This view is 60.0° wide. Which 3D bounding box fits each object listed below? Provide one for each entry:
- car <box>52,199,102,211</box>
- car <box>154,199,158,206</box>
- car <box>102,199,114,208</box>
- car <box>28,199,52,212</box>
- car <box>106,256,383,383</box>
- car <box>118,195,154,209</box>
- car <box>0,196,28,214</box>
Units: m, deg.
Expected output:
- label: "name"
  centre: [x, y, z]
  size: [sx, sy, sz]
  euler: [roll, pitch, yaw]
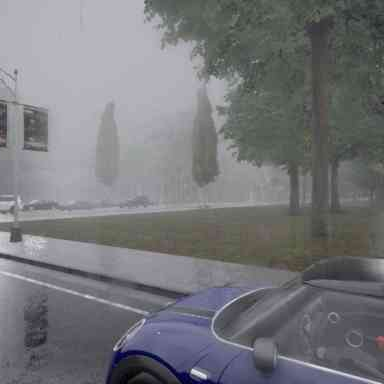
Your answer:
- label: "car"
  centre: [-15.121, 1.778, 44.079]
  size: [2.033, 1.411, 5.357]
  euler: [0, 0, 35]
- label: "car"
  centre: [-8.150, 1.836, 59.652]
  size: [2.128, 1.511, 4.902]
  euler: [0, 0, 36]
- label: "car"
  centre: [-14.096, 1.837, 51.209]
  size: [1.994, 1.385, 4.181]
  euler: [0, 0, 35]
- label: "car"
  centre: [-19.778, 1.695, 43.090]
  size: [1.882, 1.535, 5.008]
  euler: [0, 0, 35]
- label: "car"
  centre: [1.394, 1.352, 2.694]
  size: [4.553, 1.767, 2.097]
  euler: [0, 0, 36]
- label: "car"
  centre: [-9.132, 1.514, 52.631]
  size: [2.150, 2.045, 5.566]
  euler: [0, 0, 36]
- label: "car"
  centre: [-21.085, 1.399, 35.563]
  size: [2.150, 2.045, 5.566]
  euler: [0, 0, 34]
